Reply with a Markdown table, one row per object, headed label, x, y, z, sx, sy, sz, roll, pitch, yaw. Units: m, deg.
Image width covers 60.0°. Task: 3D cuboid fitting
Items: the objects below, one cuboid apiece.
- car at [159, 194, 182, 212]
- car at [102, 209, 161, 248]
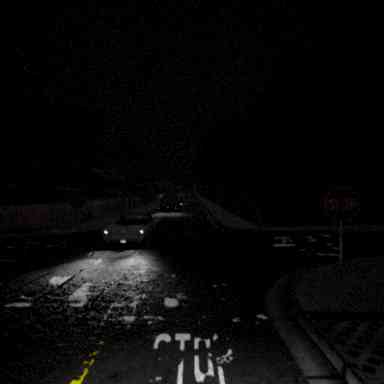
| label | x | y | z | sx | sy | sz | roll | pitch | yaw |
| --- | --- | --- | --- | --- | --- | --- | --- | --- | --- |
| car | -2.704 | 1.329 | 39.823 | 2.150 | 2.045 | 5.566 | 0 | 0 | 0 |
| car | -2.743 | 1.678 | 15.543 | 1.895 | 1.301 | 4.718 | -1 | 0 | 0 |
